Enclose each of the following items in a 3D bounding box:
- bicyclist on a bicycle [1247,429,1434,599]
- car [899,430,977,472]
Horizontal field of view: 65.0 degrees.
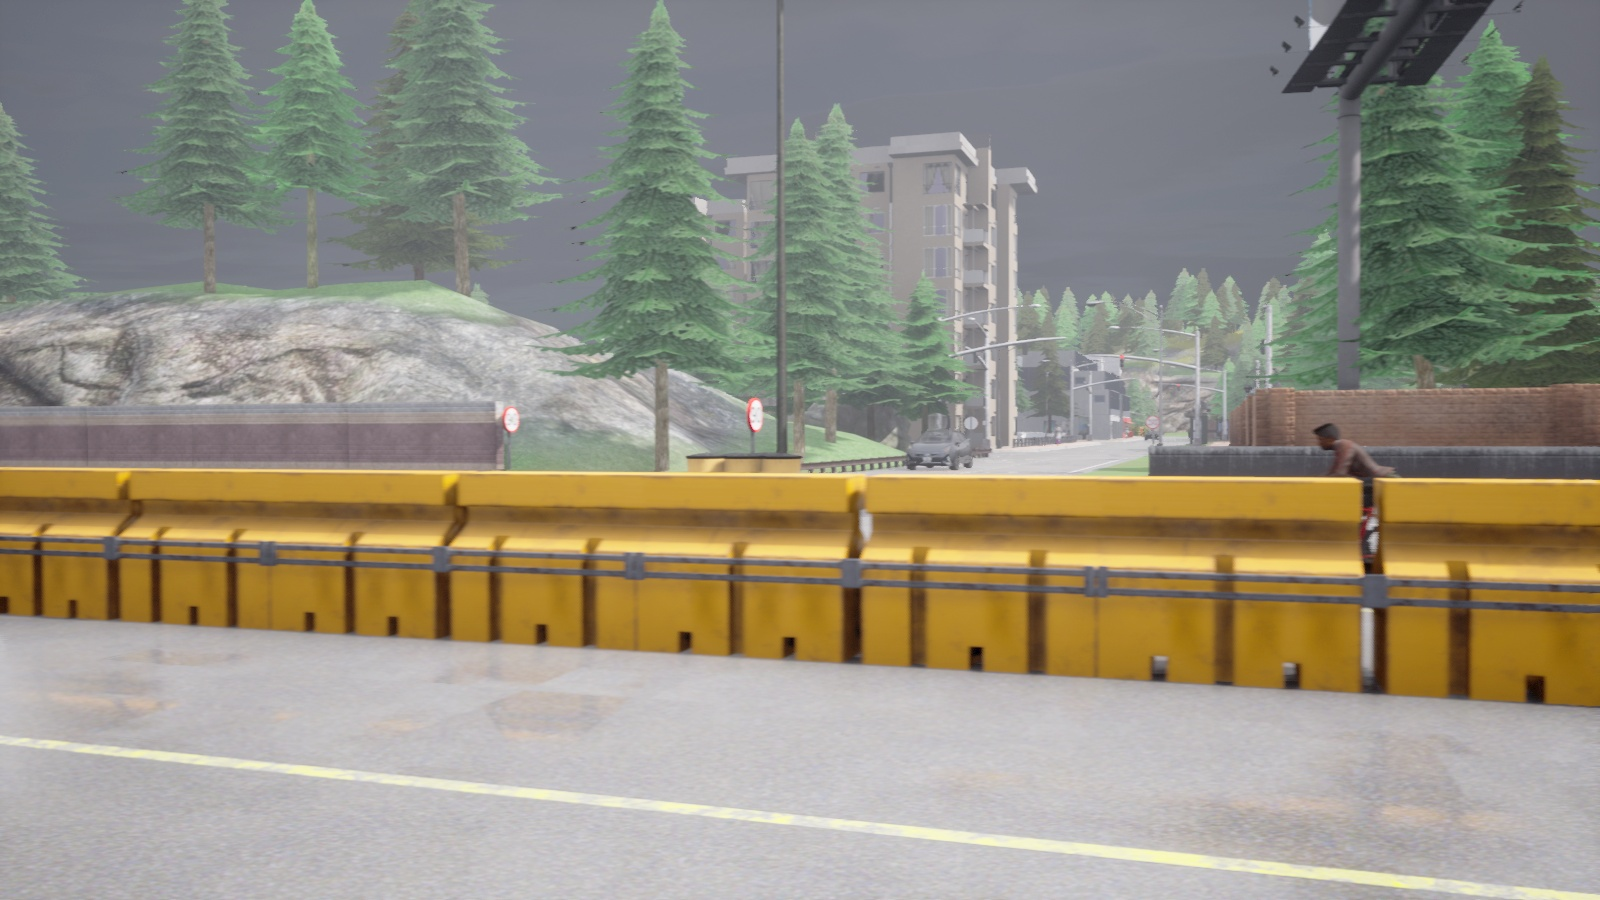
[{"bbox_3d":[5.326,0.600,12.478,1.656,1.620,0.582,0,1,19],"label":"bicyclist on a bicycle"},{"bbox_3d":[5.405,-0.004,48.594,2.007,1.525,4.514,1,1,19],"label":"car"}]
